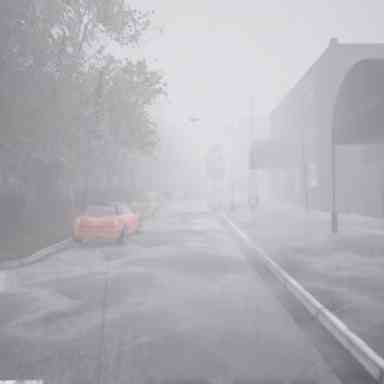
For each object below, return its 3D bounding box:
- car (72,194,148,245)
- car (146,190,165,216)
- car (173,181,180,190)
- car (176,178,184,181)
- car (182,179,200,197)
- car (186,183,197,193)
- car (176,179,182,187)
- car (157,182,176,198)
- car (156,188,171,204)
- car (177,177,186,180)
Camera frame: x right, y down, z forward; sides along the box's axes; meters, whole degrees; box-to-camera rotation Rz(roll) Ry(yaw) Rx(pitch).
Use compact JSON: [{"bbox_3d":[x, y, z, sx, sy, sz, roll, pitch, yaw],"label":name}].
[{"bbox_3d":[-3.631,1.182,15.093,2.185,1.767,4.553,2,1,2],"label":"car"},{"bbox_3d":[-3.636,0.960,26.113,1.946,1.575,5.366,1,2,2],"label":"car"},{"bbox_3d":[-3.665,-0.498,54.119,2.231,1.521,4.892,0,3,2],"label":"car"},{"bbox_3d":[-3.668,-1.762,76.403,2.163,1.488,4.792,0,3,2],"label":"car"},{"bbox_3d":[-0.010,-0.406,48.004,2.150,2.045,5.566,0,3,0],"label":"car"},{"bbox_3d":[-0.012,-0.723,58.454,1.837,1.490,4.892,0,3,0],"label":"car"},{"bbox_3d":[-3.660,-1.155,65.434,1.946,1.575,5.366,0,3,2],"label":"car"},{"bbox_3d":[-3.664,0.014,42.963,2.185,1.767,4.553,0,3,2],"label":"car"},{"bbox_3d":[-3.641,0.733,31.848,2.231,1.521,4.892,1,3,2],"label":"car"},{"bbox_3d":[-3.673,-2.772,93.051,2.097,1.535,5.008,0,3,2],"label":"car"}]
